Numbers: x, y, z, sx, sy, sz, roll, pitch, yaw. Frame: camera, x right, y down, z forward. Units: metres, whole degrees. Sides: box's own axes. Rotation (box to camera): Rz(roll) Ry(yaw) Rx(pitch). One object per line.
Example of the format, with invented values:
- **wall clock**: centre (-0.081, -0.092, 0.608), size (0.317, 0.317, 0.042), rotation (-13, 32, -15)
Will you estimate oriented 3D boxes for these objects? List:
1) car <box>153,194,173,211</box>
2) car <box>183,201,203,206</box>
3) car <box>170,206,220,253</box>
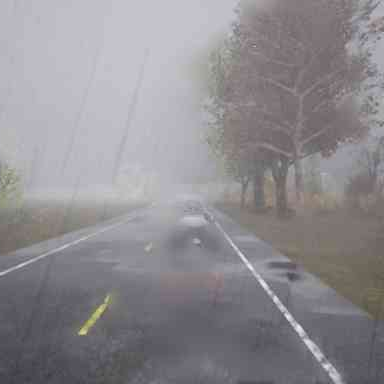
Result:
- **car**: centre (-3.582, 1.228, 41.832), size (2.150, 2.045, 5.566), rotation (0, 0, 0)
- **car**: centre (0.105, 1.559, 32.282), size (2.033, 1.411, 5.357), rotation (0, 0, 0)
- **car**: centre (0.101, 1.534, 13.645), size (1.812, 1.442, 4.674), rotation (0, 0, 0)
